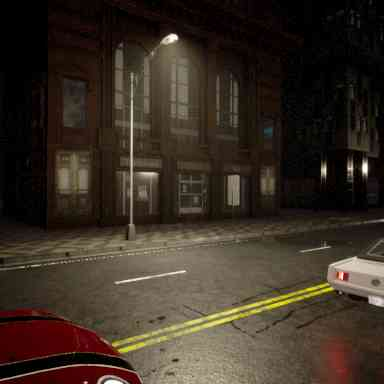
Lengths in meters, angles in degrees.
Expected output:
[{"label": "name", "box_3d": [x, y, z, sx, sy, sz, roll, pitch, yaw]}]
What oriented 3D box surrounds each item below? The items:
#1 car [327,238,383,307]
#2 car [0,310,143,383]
[{"label": "car", "box_3d": [5.010, 1.597, 7.014, 4.718, 1.301, 1.895, 0, 0, -35]}, {"label": "car", "box_3d": [-2.424, 1.352, 1.710, 4.553, 1.767, 2.097, 0, 0, -36]}]
